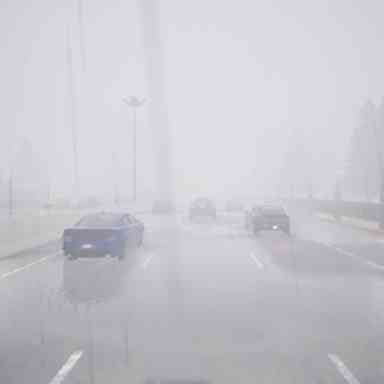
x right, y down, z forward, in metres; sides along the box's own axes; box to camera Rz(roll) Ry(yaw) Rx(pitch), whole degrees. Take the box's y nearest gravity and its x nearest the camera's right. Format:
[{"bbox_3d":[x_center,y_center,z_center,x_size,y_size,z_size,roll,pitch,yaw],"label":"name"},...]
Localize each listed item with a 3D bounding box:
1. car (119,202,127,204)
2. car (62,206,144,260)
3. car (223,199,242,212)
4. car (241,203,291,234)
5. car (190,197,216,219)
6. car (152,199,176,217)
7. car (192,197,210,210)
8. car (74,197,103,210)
[{"bbox_3d":[-9.545,1.434,46.205,2.033,1.411,5.357,0,0,-2],"label":"car"},{"bbox_3d":[-3.024,1.447,12.284,1.882,1.535,5.008,0,0,2],"label":"car"},{"bbox_3d":[4.629,1.476,37.032,1.994,1.385,4.181,0,0,1],"label":"car"},{"bbox_3d":[4.152,1.461,18.747,1.837,1.490,4.892,0,0,2],"label":"car"},{"bbox_3d":[0.922,1.283,28.837,2.097,1.767,4.553,0,0,2],"label":"car"},{"bbox_3d":[-2.530,1.417,30.681,2.128,1.511,4.902,0,0,2],"label":"car"},{"bbox_3d":[1.125,1.389,42.668,2.128,1.511,4.902,0,0,-1],"label":"car"},{"bbox_3d":[-13.033,1.387,42.109,2.128,1.511,4.902,0,0,0],"label":"car"}]
